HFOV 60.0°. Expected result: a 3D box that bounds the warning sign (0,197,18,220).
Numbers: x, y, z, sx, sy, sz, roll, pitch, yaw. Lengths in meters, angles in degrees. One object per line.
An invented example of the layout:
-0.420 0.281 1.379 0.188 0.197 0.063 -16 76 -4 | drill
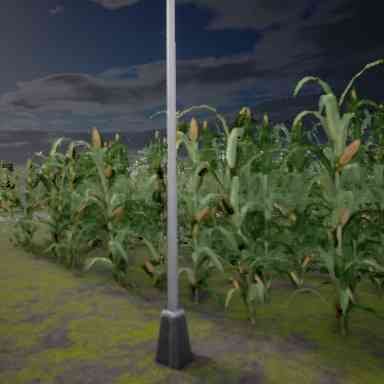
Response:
-15.506 1.387 27.891 1.300 1.860 1.060 0 0 29 | warning sign
